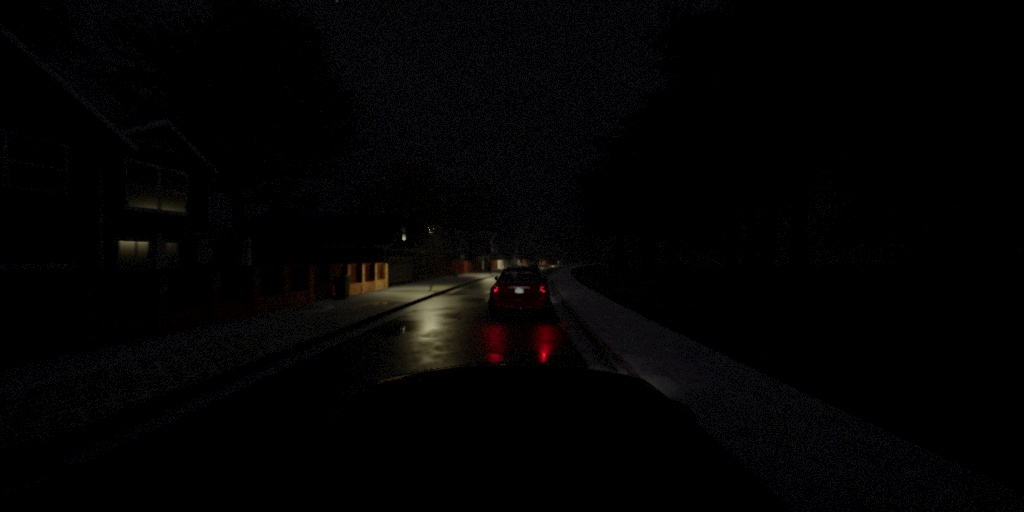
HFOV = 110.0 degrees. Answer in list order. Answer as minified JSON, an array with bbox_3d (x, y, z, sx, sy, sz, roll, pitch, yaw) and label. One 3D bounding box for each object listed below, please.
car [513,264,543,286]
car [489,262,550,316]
[{"bbox_3d":[1.411,1.460,29.015,2.128,1.511,4.902,0,0,6],"label":"car"},{"bbox_3d":[0.360,1.202,14.056,2.097,1.767,4.553,0,-1,3],"label":"car"}]
